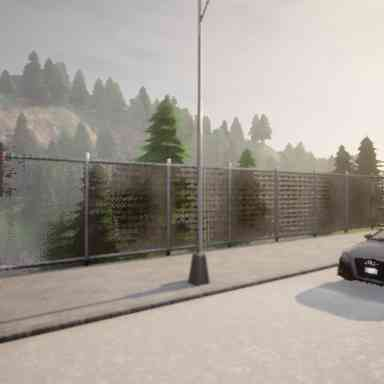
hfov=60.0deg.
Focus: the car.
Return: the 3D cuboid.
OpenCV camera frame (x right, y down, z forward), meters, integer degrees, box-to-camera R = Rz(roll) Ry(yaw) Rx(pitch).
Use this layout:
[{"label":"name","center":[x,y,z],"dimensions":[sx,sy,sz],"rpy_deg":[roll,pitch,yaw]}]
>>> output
[{"label":"car","center":[5.627,1.585,8.607],"dimensions":[4.181,1.385,1.994],"rpy_deg":[0,0,-36]}]
